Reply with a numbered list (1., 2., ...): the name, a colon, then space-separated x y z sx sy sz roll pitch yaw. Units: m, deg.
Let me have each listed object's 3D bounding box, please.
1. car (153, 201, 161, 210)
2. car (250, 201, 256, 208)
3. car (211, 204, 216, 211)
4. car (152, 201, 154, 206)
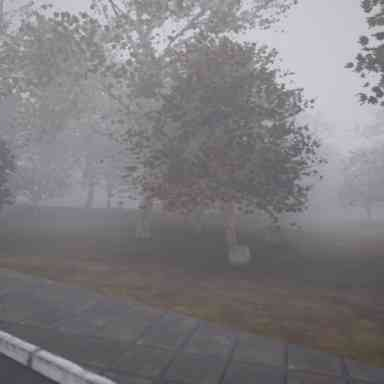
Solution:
1. car: -3.219 2.355 51.715 4.718 1.301 1.895 6 -2 -43
2. car: 16.202 3.365 85.761 5.566 2.045 2.435 3 0 -43
3. car: 5.406 3.030 64.273 4.181 1.385 1.994 4 0 -44
4. car: -5.384 2.220 53.998 4.718 1.301 1.895 6 -2 -43
